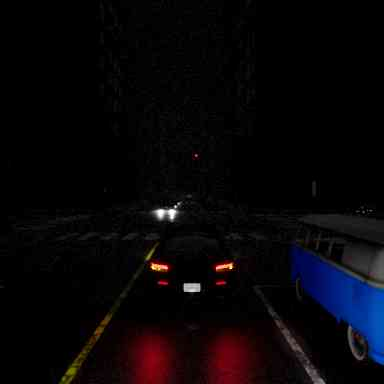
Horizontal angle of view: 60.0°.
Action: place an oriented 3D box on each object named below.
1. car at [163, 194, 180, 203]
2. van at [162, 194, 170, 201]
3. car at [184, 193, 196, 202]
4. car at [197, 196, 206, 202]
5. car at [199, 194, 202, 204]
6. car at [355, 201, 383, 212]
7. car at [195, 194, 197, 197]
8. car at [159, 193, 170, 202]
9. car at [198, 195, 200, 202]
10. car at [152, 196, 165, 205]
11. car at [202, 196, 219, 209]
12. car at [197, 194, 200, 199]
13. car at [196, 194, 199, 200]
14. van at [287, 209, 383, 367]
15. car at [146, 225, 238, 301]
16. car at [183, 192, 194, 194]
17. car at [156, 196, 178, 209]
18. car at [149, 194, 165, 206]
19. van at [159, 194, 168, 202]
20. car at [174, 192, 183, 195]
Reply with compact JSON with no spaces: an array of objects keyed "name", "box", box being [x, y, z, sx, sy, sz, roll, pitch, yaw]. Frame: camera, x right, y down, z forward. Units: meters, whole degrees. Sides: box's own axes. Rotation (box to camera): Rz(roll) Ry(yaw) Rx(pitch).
[{"name":"car","box":[-3.438,1.549,55.678,1.994,1.385,4.181,0,0,-1]},{"name":"van","box":[-6.391,1.300,83.248,1.690,1.788,3.998,0,0,-1]},{"name":"car","box":[-0.603,1.562,74.243,1.895,1.301,4.718,0,0,-1]},{"name":"car","box":[2.206,1.547,77.839,1.802,1.307,4.206,0,0,-1]},{"name":"car","box":[2.580,1.429,50.212,1.967,1.590,4.097,0,0,-1]},{"name":"car","box":[17.312,1.494,28.913,4.892,1.490,1.837,0,0,-1]},{"name":"car","box":[2.281,1.522,72.314,2.008,1.369,4.403,0,0,-1]},{"name":"car","box":[-6.319,1.281,77.724,2.192,1.841,5.009,0,0,-1]},{"name":"car","box":[2.506,1.536,55.737,2.008,1.369,4.403,0,0,-1]},{"name":"car","box":[-6.094,1.532,61.148,2.008,1.369,4.403,0,0,-1]},{"name":"car","box":[2.653,1.516,44.857,1.752,1.417,4.829,0,0,-1]},{"name":"car","box":[2.431,1.547,61.263,1.947,1.339,4.313,0,0,-1]},{"name":"car","box":[2.356,1.521,66.789,1.887,1.381,4.507,0,0,-1]},{"name":"van","box":[2.855,1.341,5.497,1.690,1.788,3.998,0,0,0]},{"name":"car","box":[0.001,1.525,8.175,1.812,1.442,4.674,0,0,0]},{"name":"car","box":[-0.738,1.077,84.243,2.150,2.045,5.566,0,0,-1]},{"name":"car","box":[-3.299,1.592,44.706,1.895,1.301,4.718,0,0,-1]},{"name":"car","box":[-6.020,1.300,55.622,2.192,1.841,5.009,0,0,-1]},{"name":"van","box":[-6.244,1.313,72.198,1.690,1.788,3.998,0,0,-1]},{"name":"car","box":[-3.556,1.328,70.836,2.097,1.767,4.553,0,0,-1]}]
